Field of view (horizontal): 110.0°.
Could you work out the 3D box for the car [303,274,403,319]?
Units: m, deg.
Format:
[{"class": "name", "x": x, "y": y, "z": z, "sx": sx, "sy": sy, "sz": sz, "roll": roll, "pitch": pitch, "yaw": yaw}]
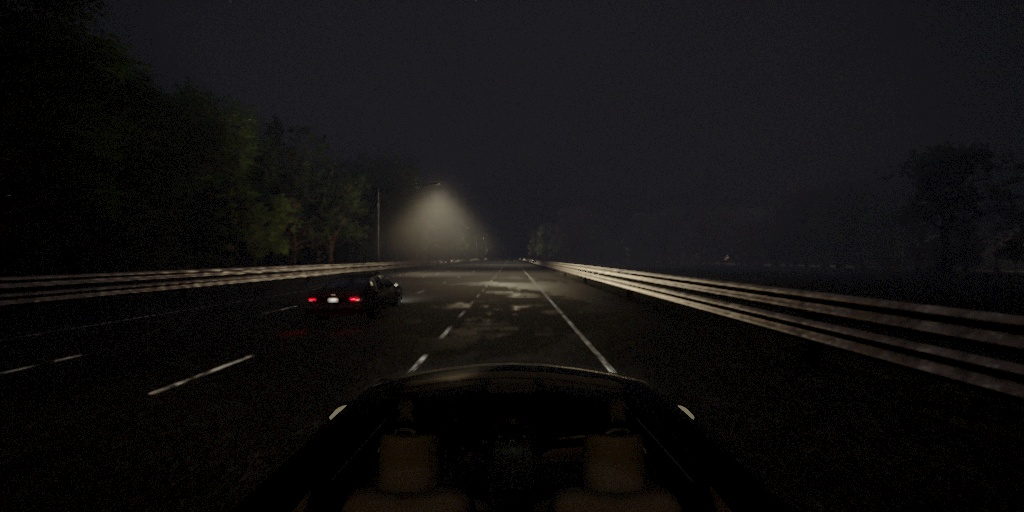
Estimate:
[{"class": "car", "x": -5.382, "y": 1.336, "z": 12.900, "sx": 2.033, "sy": 1.411, "sz": 5.357, "roll": 0, "pitch": 0, "yaw": -4}]
